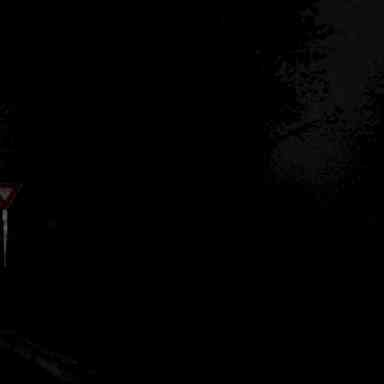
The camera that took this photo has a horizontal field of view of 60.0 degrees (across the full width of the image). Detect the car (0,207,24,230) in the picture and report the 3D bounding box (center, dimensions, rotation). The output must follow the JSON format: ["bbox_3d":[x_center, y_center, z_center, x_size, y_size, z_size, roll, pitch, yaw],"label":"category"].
[{"bbox_3d":[-11.693,1.560,19.405,1.882,1.535,5.008,0,0,-2],"label":"car"}]
